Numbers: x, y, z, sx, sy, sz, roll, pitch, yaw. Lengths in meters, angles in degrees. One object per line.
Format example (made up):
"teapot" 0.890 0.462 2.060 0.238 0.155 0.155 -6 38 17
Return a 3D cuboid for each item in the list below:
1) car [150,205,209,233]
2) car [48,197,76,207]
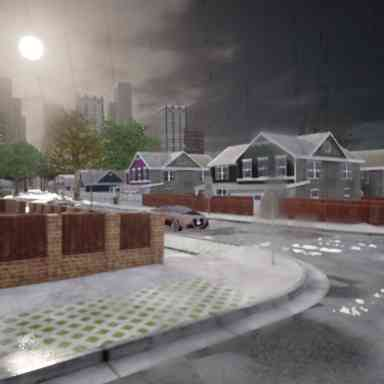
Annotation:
"car" -0.936 1.437 19.173 1.994 1.385 4.181 -2 2 -40
"car" -14.326 1.219 36.321 2.033 1.411 5.357 -2 1 -35
